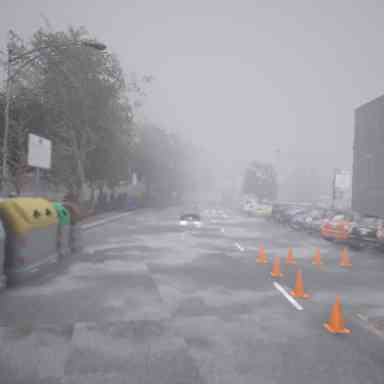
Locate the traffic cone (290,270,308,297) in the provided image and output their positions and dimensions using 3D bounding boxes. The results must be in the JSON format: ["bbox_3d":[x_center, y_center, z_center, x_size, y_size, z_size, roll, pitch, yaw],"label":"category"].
[{"bbox_3d":[2.537,2.138,7.871,0.340,0.580,0.340,2,-1,-1],"label":"traffic cone"}]

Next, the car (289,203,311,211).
[{"bbox_3d":[24.460,3.388,75.502,2.163,1.488,4.792,3,-1,-22],"label":"car"}]

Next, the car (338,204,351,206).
[{"bbox_3d":[24.955,3.216,58.562,2.163,1.488,4.792,2,0,-22],"label":"car"}]

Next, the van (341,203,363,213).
[{"bbox_3d":[36.514,3.660,76.025,1.878,1.987,4.442,3,-1,-22],"label":"van"}]

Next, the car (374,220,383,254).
[{"bbox_3d":[9.504,2.038,12.227,4.792,1.488,2.163,3,0,-20],"label":"car"}]

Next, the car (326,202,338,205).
[{"bbox_3d":[22.056,2.809,58.421,2.435,2.045,5.566,3,0,-22],"label":"car"}]

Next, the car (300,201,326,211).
[{"bbox_3d":[27.491,3.239,75.618,2.435,2.045,5.566,3,-1,-22],"label":"car"}]

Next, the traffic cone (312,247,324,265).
[{"bbox_3d":[4.497,2.261,11.889,0.340,0.580,0.340,2,-1,-1],"label":"traffic cone"}]

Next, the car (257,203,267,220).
[{"bbox_3d":[9.346,2.269,33.263,4.674,1.452,2.002,4,0,-21],"label":"car"}]

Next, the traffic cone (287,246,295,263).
[{"bbox_3d":[3.498,2.219,11.880,0.340,0.580,0.340,2,-1,-1],"label":"traffic cone"}]

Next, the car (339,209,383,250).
[{"bbox_3d":[9.481,1.912,15.242,4.553,1.767,2.185,3,-1,-20],"label":"car"}]

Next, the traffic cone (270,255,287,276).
[{"bbox_3d":[2.518,2.156,9.871,0.340,0.580,0.340,2,-1,-1],"label":"traffic cone"}]

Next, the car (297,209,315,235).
[{"bbox_3d":[9.457,2.141,21.250,4.674,1.452,2.002,3,0,-20],"label":"car"}]

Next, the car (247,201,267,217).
[{"bbox_3d":[9.135,2.247,36.203,5.366,1.575,1.946,3,0,-21],"label":"car"}]

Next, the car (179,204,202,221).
[{"bbox_3d":[-0.137,1.858,30.715,2.033,1.411,5.357,2,-1,0],"label":"car"}]

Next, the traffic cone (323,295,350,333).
[{"bbox_3d":[2.556,2.120,5.871,0.340,0.580,0.340,2,-1,-1],"label":"traffic cone"}]

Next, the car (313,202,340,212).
[{"bbox_3d":[30.548,3.371,75.685,2.435,2.045,5.566,3,-2,-22],"label":"car"}]

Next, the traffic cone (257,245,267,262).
[{"bbox_3d":[2.499,2.176,11.870,0.340,0.580,0.340,2,-1,-1],"label":"traffic cone"}]

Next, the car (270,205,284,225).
[{"bbox_3d":[9.396,2.164,27.261,5.008,1.535,2.097,4,-1,-21],"label":"car"}]

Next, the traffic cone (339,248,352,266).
[{"bbox_3d":[5.496,2.304,11.898,0.340,0.580,0.340,2,-1,-1],"label":"traffic cone"}]

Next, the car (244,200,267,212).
[{"bbox_3d":[9.271,2.074,42.300,5.566,2.045,2.435,3,-1,-21],"label":"car"}]

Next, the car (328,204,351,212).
[{"bbox_3d":[33.534,3.629,75.842,2.185,1.767,4.553,3,-2,-22],"label":"car"}]

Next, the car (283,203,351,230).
[{"bbox_3d":[9.471,2.009,24.260,4.553,1.767,2.185,3,0,-21],"label":"car"}]

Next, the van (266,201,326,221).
[{"bbox_3d":[9.495,1.978,30.310,4.442,1.987,1.878,4,-1,-21],"label":"van"}]

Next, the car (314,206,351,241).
[{"bbox_3d":[9.457,1.942,18.243,4.553,1.767,2.185,3,-1,-20],"label":"car"}]
